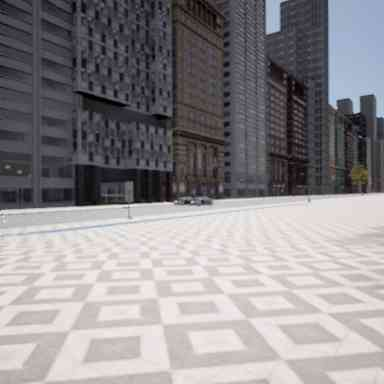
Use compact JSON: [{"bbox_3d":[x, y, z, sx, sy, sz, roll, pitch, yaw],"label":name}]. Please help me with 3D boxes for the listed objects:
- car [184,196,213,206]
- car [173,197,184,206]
[{"bbox_3d":[1.460,1.482,53.532,2.128,1.511,4.902,-1,0,36],"label":"car"},{"bbox_3d":[-1.175,1.506,55.433,2.128,1.511,4.902,-1,0,36],"label":"car"}]
